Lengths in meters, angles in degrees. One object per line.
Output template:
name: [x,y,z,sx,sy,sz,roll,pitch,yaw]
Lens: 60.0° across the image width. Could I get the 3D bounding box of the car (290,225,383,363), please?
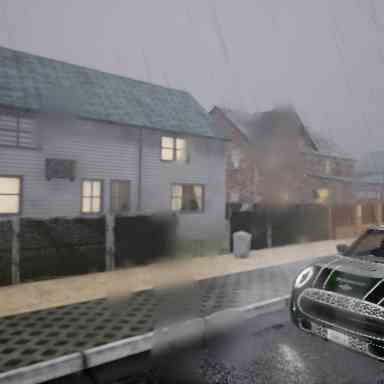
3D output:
car: [3.786,1.370,5.789,4.553,1.767,2.097,0,0,-36]
